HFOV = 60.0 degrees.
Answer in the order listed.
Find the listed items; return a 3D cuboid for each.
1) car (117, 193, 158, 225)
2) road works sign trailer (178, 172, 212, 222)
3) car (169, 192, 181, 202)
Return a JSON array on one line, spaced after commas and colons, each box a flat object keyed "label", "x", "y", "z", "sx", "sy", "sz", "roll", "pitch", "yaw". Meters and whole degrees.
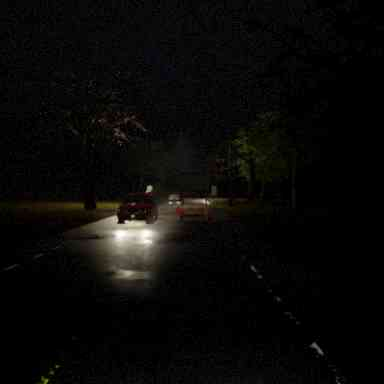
[{"label": "car", "x": -3.601, "y": 1.092, "z": 22.996, "sx": 2.150, "sy": 2.045, "sz": 5.566, "roll": 0, "pitch": 0, "yaw": 0}, {"label": "road works sign trailer", "x": 0.158, "y": 0.327, "z": 24.794, "sx": 2.380, "sy": 3.560, "sz": 2.880, "roll": 0, "pitch": 0, "yaw": -5}, {"label": "car", "x": -3.507, "y": 0.996, "z": 68.105, "sx": 2.150, "sy": 2.045, "sz": 5.566, "roll": 0, "pitch": 0, "yaw": 0}]
